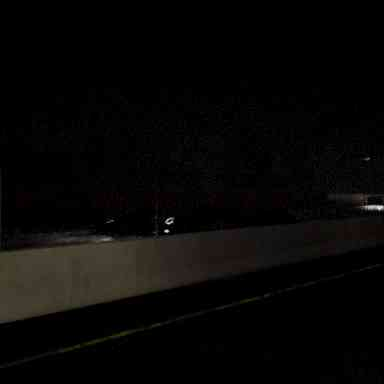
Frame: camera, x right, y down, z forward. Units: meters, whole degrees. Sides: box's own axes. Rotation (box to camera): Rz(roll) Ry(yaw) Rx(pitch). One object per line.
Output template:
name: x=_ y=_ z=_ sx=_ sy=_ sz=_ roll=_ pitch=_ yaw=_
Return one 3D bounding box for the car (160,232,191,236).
car: x=0.029 y=1.316 z=16.941 sx=4.553 sy=1.767 sz=2.097 roll=0 pitch=0 yaw=-36

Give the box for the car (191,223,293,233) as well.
car: x=2.586 y=1.465 z=14.462 sx=4.892 sy=1.490 sz=1.837 roll=0 pitch=0 yaw=-36
